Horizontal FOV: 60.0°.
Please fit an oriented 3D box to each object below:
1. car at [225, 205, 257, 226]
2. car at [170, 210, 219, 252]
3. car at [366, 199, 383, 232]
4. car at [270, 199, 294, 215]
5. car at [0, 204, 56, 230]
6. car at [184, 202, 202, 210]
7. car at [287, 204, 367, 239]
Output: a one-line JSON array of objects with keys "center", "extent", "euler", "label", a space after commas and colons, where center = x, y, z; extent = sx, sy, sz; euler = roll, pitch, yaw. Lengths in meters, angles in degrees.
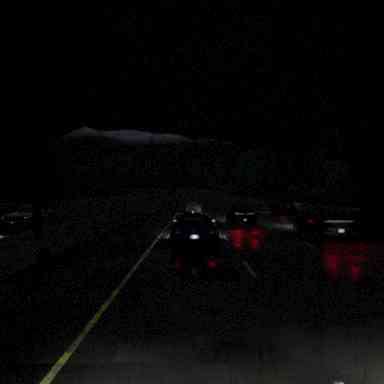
[{"center": [3.598, 1.696, 24.923], "extent": [2.128, 1.511, 4.902], "euler": [0, 0, 0], "label": "car"}, {"center": [0.098, 1.682, 14.546], "extent": [1.994, 1.385, 4.181], "euler": [0, 0, 0], "label": "car"}, {"center": [10.598, 1.365, 17.642], "extent": [2.150, 2.045, 5.566], "euler": [0, -1, 0], "label": "car"}, {"center": [10.596, 1.672, 38.682], "extent": [2.097, 1.767, 4.553], "euler": [0, 0, 0], "label": "car"}, {"center": [-10.502, 1.509, 21.748], "extent": [1.812, 1.442, 4.674], "euler": [0, 0, 0], "label": "car"}, {"center": [0.097, 1.823, 36.065], "extent": [1.812, 1.442, 4.674], "euler": [0, 0, 0], "label": "car"}, {"center": [7.098, 1.640, 18.219], "extent": [2.128, 1.511, 4.902], "euler": [0, 0, 0], "label": "car"}]
